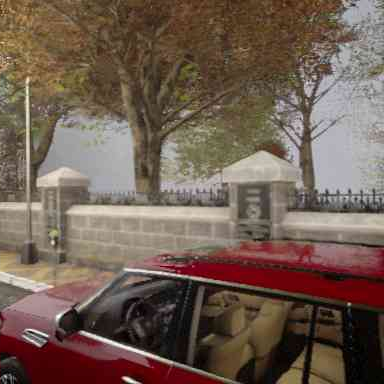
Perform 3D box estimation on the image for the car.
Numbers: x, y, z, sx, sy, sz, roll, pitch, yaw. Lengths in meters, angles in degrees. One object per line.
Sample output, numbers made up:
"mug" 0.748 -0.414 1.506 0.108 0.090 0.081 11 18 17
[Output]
"car" 0.330 1.322 2.649 5.009 1.841 2.192 0 -1 36
